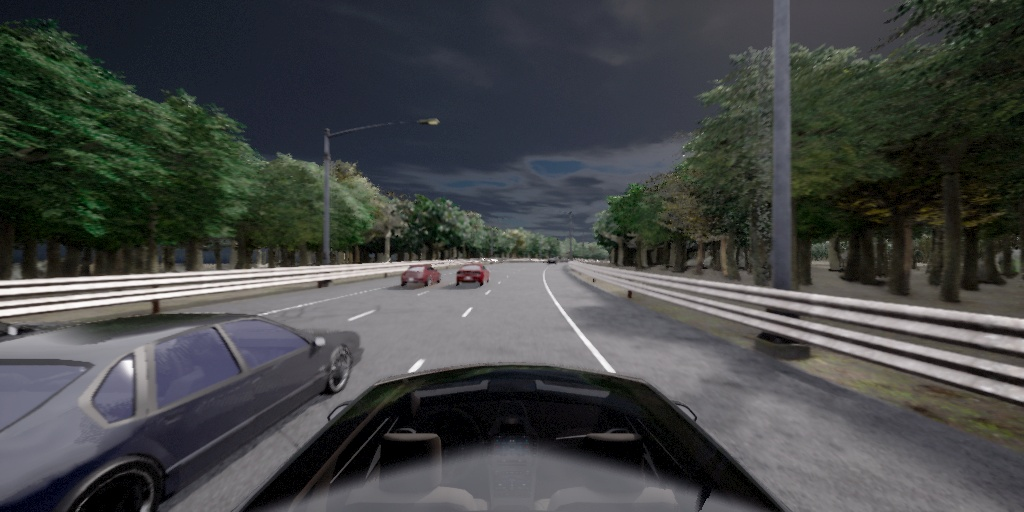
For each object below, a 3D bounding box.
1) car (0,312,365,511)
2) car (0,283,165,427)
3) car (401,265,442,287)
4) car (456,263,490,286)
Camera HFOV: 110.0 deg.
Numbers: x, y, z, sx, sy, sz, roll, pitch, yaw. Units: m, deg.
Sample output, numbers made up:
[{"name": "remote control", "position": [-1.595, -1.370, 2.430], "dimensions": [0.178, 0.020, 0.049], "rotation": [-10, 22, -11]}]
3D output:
[{"name": "car", "position": [-3.392, 1.295, 3.582], "dimensions": [2.033, 1.411, 5.357], "rotation": [0, 0, 0]}, {"name": "car", "position": [-6.877, 1.209, 3.621], "dimensions": [1.882, 1.535, 5.008], "rotation": [0, 0, 0]}, {"name": "car", "position": [-6.251, 1.315, 24.958], "dimensions": [1.812, 1.442, 4.674], "rotation": [0, 0, 3]}, {"name": "car", "position": [-2.702, 1.279, 25.696], "dimensions": [1.882, 1.535, 5.008], "rotation": [0, 0, 3]}]
